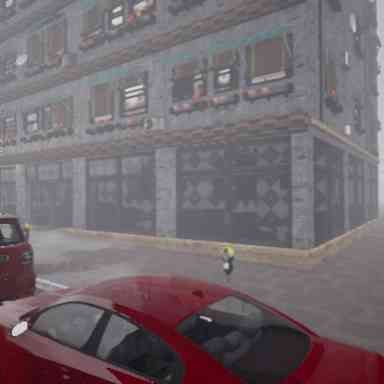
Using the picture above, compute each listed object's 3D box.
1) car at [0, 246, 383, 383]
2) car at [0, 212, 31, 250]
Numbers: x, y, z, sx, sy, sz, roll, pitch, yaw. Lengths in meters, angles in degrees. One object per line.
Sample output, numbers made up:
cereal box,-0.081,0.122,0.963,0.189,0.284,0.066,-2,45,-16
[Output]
car,-0.569,1.526,3.299,4.507,1.381,1.887,1,-1,36
car,-5.075,1.249,6.518,5.009,1.841,2.192,1,-1,36
